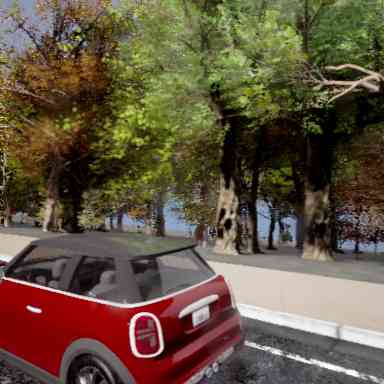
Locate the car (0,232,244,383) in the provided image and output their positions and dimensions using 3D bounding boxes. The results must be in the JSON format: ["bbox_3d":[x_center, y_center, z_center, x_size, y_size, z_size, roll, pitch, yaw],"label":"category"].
[{"bbox_3d":[-1.631,1.381,4.848,4.553,1.767,2.097,-1,0,35],"label":"car"}]
